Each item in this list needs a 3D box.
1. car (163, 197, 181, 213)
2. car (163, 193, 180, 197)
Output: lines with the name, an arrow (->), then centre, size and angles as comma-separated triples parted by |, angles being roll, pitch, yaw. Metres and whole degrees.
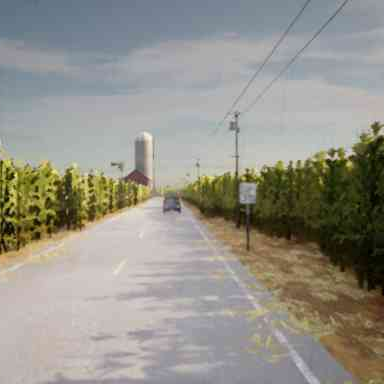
car -> -2.145, 1.557, 35.846 | 1.895, 1.301, 4.718 | -1, 0, -3
car -> -2.881, 1.167, 46.865 | 2.150, 2.045, 5.566 | -1, 0, -3
